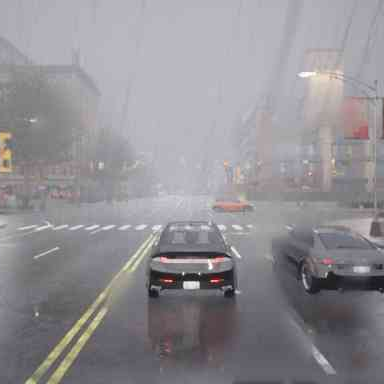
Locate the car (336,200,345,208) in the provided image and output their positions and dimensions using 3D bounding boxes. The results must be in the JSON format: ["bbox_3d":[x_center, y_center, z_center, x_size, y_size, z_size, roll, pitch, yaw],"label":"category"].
[{"bbox_3d":[22.805,1.480,46.564,4.902,1.511,2.128,0,0,0],"label":"car"}]

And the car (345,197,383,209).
[{"bbox_3d":[23.025,1.467,43.069,5.008,1.535,1.882,0,0,0],"label":"car"}]

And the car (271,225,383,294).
[{"bbox_3d":[3.482,1.562,8.845,1.994,1.385,4.181,0,0,0],"label":"car"}]

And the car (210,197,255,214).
[{"bbox_3d":[4.229,1.343,34.752,4.553,1.767,2.097,0,0,0],"label":"car"}]

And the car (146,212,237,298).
[{"bbox_3d":[-0.018,1.489,8.509,2.128,1.511,4.902,0,0,0],"label":"car"}]
